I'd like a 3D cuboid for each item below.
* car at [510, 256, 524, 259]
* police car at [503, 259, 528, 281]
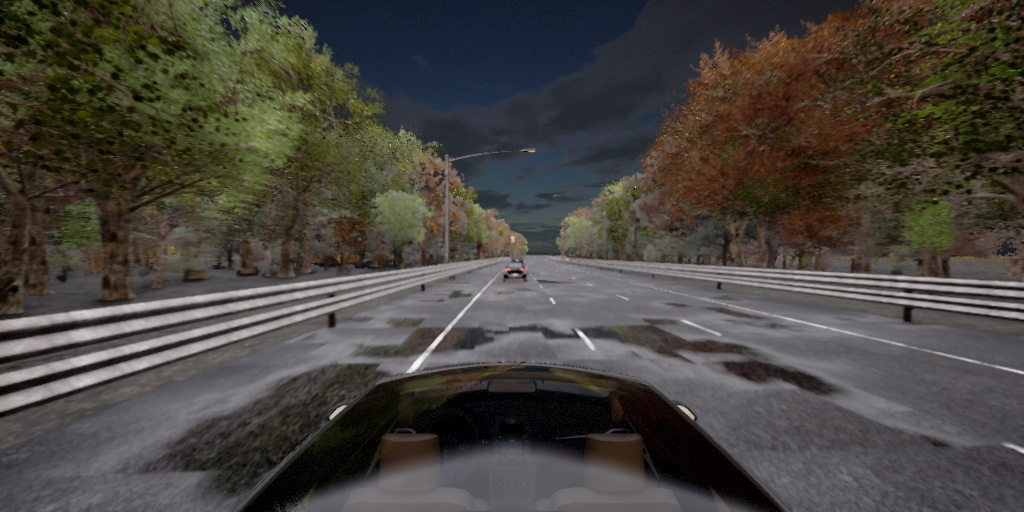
[{"bbox_3d":[0.904,0.963,63.896,2.150,2.045,5.566,0,0,2],"label":"car"},{"bbox_3d":[0.269,1.225,29.462,2.038,1.542,4.974,0,0,1],"label":"police car"}]
